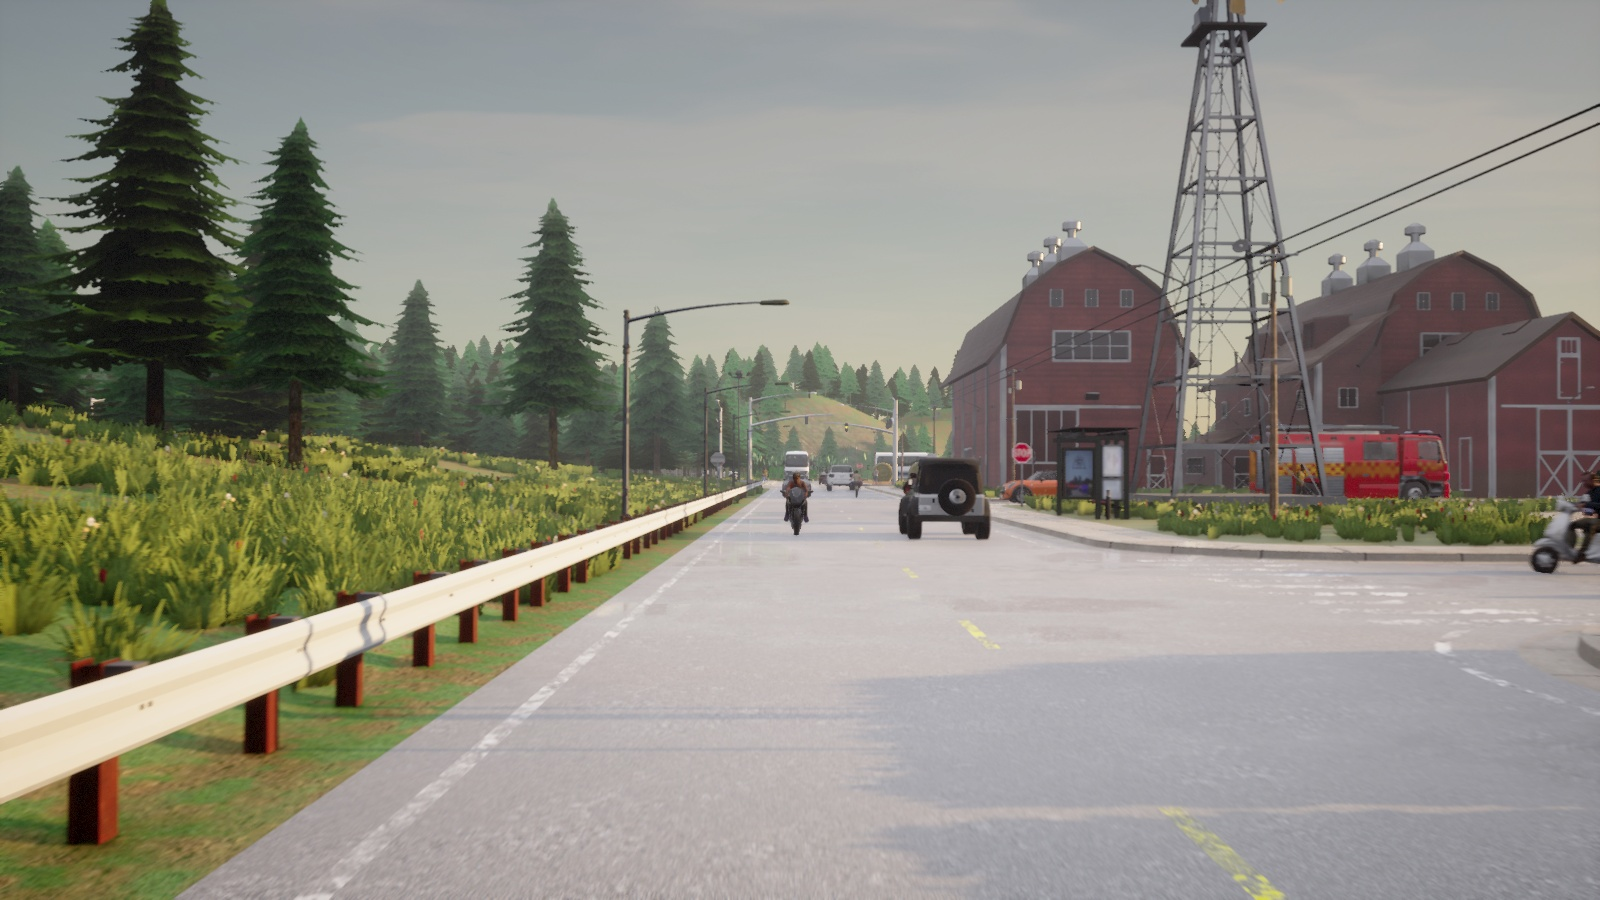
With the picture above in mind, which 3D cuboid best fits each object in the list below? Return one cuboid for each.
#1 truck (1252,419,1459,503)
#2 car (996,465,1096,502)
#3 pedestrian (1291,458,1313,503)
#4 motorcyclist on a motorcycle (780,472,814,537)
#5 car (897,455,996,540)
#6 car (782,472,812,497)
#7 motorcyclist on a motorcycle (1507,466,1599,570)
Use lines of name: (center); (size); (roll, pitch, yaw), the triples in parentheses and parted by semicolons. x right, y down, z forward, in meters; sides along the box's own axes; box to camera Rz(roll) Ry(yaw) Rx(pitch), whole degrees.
truck: (26.091, 0.533, 59.225); (8.468, 3.827, 2.891); (0, -1, -1)
car: (12.197, 1.665, 62.428); (4.553, 1.767, 2.097); (0, -1, -1)
pedestrian: (20.920, 1.259, 52.331); (0.431, 1.840, 0.709); (1, -1, -44)
motorcyclist on a motorcycle: (-0.073, 1.308, 30.665); (0.797, 1.523, 2.044); (0, -1, 0)
car: (3.426, 1.097, 30.013); (1.905, 1.878, 3.866); (0, -1, 0)
car: (-0.188, 2.124, 77.717); (1.816, 1.474, 4.193); (0, -1, 0)
motorcyclist on a motorcycle: (12.241, 1.047, 19.652); (1.817, 1.590, 0.866); (0, -2, 2)
